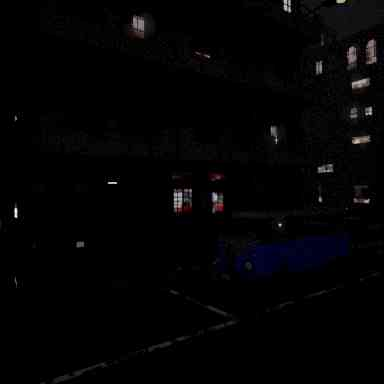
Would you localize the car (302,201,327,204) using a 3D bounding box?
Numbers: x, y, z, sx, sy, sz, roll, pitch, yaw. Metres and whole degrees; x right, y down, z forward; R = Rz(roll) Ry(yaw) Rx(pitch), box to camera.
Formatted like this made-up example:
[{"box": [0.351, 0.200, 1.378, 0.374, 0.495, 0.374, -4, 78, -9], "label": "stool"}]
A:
[{"box": [11.822, 1.538, 30.734, 1.895, 1.301, 4.718, -1, 1, -39], "label": "car"}]

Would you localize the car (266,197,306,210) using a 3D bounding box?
[{"box": [11.553, 1.352, 40.963, 1.887, 1.381, 4.507, -1, 1, -37], "label": "car"}]

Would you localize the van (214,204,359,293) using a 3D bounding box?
[{"box": [2.399, 1.338, 8.555, 3.998, 1.788, 1.690, 0, -1, -37], "label": "van"}]

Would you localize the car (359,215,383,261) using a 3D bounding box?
[{"box": [6.829, 1.546, 11.948, 4.403, 1.369, 2.008, 0, -1, -37], "label": "car"}]
